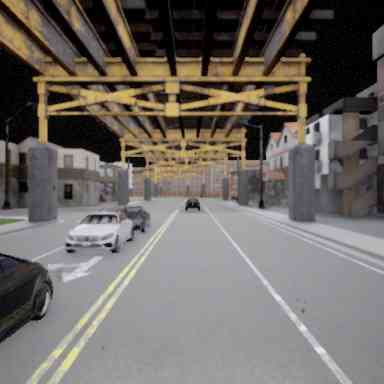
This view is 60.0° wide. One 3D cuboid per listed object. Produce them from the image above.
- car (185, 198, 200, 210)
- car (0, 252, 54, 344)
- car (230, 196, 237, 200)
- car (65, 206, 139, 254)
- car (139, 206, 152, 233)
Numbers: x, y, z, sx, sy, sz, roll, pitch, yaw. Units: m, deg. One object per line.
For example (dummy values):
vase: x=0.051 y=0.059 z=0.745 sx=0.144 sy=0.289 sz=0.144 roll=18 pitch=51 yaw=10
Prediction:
car: x=0.097 y=1.484 z=41.092 sx=2.033 sy=1.411 sz=5.357 roll=0 pitch=0 yaw=0
car: x=-3.587 y=1.557 z=4.518 sx=1.994 sy=1.385 sz=4.181 roll=0 pitch=0 yaw=1
car: x=12.225 y=1.321 z=84.600 sx=4.974 sy=1.542 sz=2.038 roll=0 pitch=0 yaw=30
car: x=-3.562 y=1.504 z=13.584 sx=1.812 sy=1.442 sz=4.674 roll=0 pitch=0 yaw=0
car: x=-3.501 y=1.534 z=19.325 sx=1.994 sy=1.385 sz=4.181 roll=0 pitch=0 yaw=0
